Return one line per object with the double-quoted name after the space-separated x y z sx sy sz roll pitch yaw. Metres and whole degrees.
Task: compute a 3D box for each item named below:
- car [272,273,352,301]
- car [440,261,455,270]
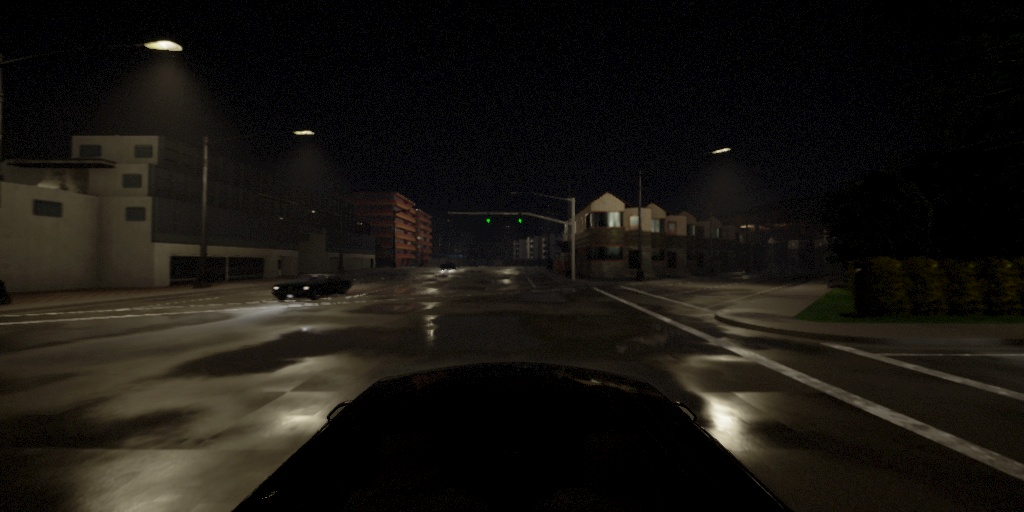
-10.523 1.625 19.232 1.895 1.301 4.718 0 -1 0 "car"
-10.513 1.556 58.627 1.994 1.385 4.181 0 1 0 "car"
